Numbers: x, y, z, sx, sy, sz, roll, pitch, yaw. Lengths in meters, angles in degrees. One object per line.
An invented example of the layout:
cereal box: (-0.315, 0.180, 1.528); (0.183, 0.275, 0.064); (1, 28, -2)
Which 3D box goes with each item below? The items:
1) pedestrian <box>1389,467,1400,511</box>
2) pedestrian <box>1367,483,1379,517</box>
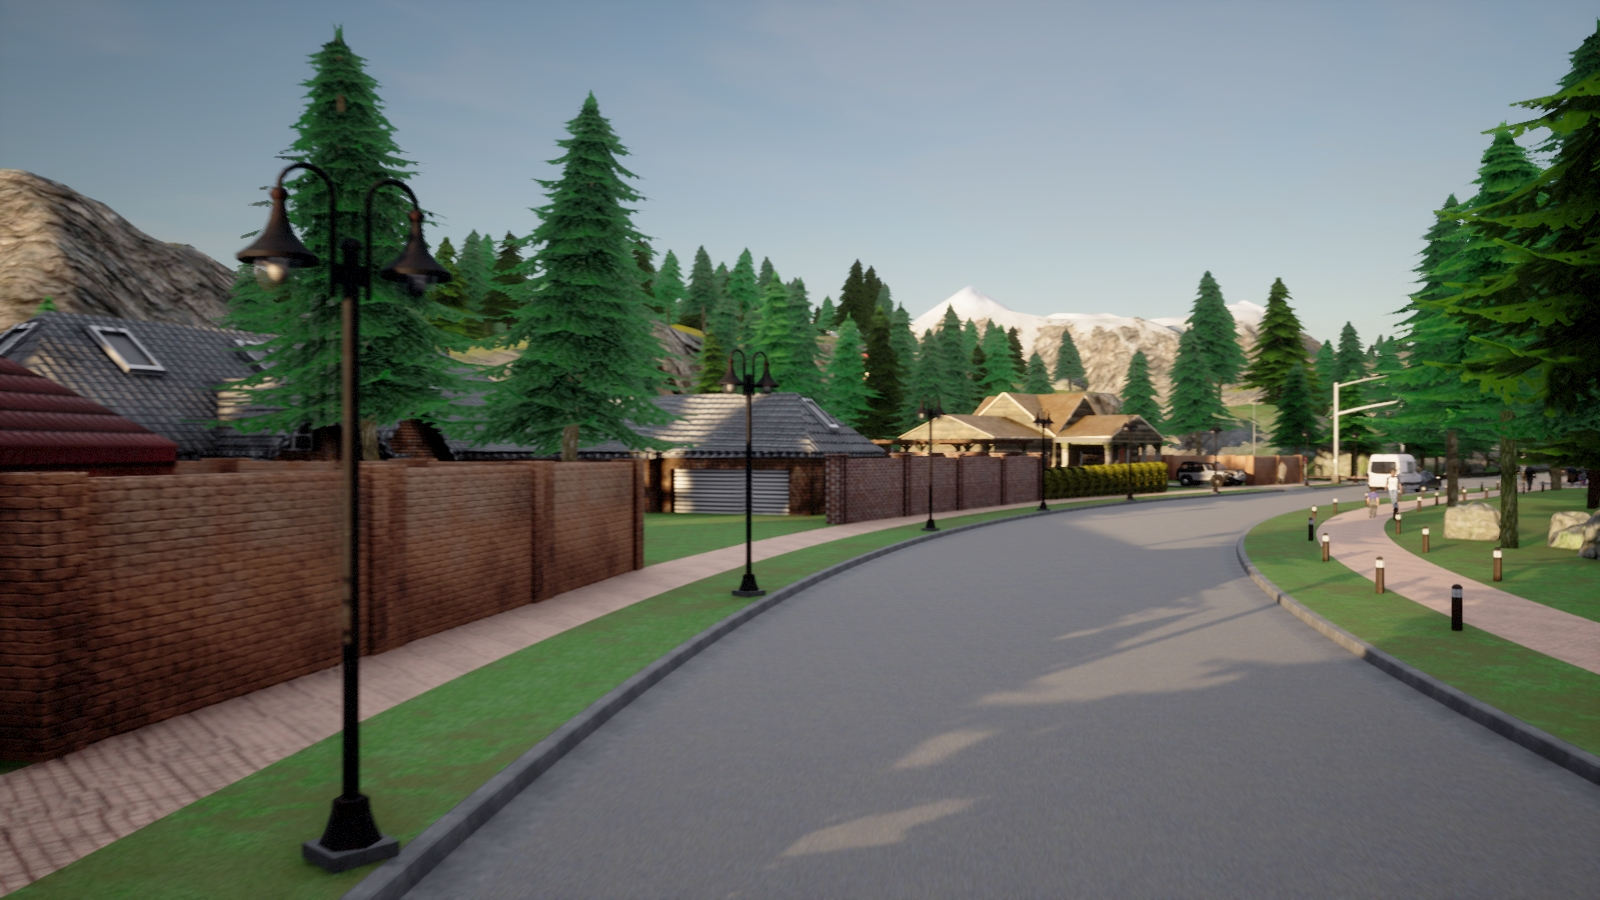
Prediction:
pedestrian: (25.668, 1.679, 49.301); (0.375, 1.860, 0.375); (0, 0, 35)
pedestrian: (22.340, 1.957, 44.562); (0.375, 1.300, 0.375); (0, 0, 35)
